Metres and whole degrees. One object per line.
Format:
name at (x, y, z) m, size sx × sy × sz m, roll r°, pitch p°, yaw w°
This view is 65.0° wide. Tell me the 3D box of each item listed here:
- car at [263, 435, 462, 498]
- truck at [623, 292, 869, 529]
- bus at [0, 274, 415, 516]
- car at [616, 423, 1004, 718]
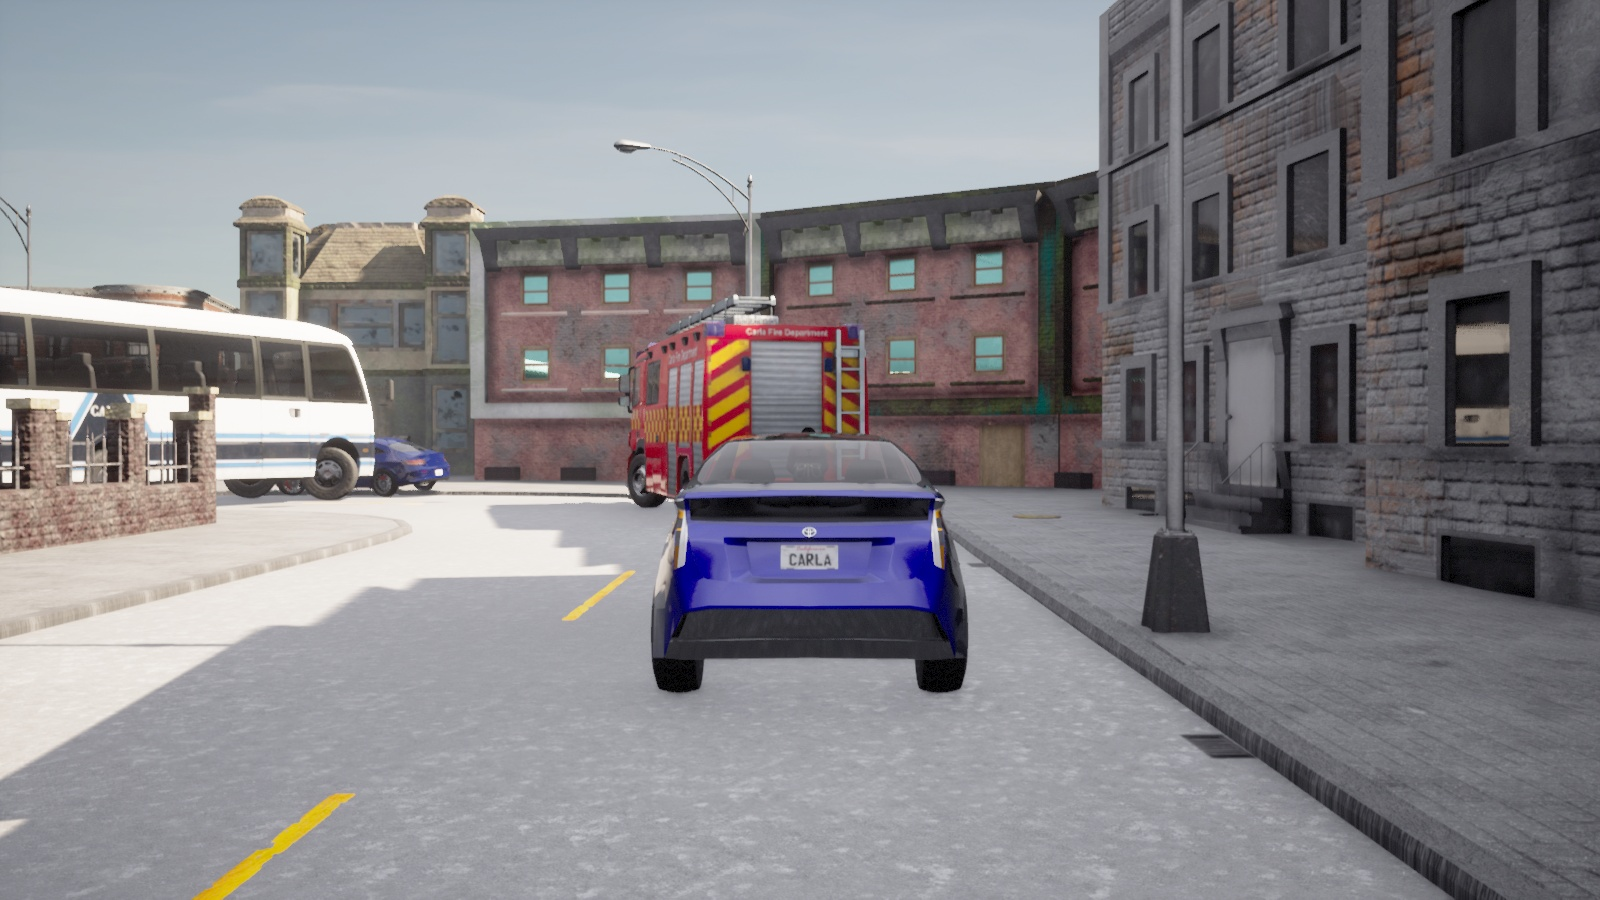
car at (-11.287, 0.382, 32.443) m, size 4.674 × 1.442 × 1.812 m, roll 0°, pitch 4°, yaw 19°
truck at (-1.416, -0.677, 24.691) m, size 2.891 × 3.827 × 8.468 m, roll 0°, pitch 1°, yaw -16°
bus at (-13.605, -0.954, 27.493) m, size 3.944 × 4.253 × 10.273 m, roll -1°, pitch 0°, yaw 26°
car at (0.064, 0.602, 8.758) m, size 2.007 × 1.525 × 4.514 m, roll 0°, pitch 1°, yaw 0°
